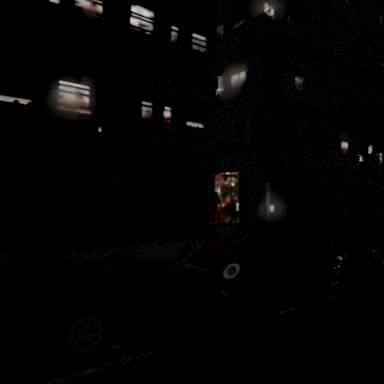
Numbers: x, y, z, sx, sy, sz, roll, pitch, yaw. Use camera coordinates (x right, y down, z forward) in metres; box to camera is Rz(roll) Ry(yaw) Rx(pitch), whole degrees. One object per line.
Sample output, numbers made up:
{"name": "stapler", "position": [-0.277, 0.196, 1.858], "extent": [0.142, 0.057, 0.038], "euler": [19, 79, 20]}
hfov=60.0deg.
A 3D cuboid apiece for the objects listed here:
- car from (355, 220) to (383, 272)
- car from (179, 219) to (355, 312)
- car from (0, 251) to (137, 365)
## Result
{"name": "car", "position": [6.304, 1.632, 11.044], "extent": [4.507, 1.381, 1.887], "euler": [1, 0, -35]}
{"name": "car", "position": [1.673, 1.483, 7.741], "extent": [4.097, 1.590, 1.967], "euler": [1, 0, -35]}
{"name": "car", "position": [-2.961, 1.545, 4.439], "extent": [4.507, 1.381, 1.887], "euler": [1, 0, -35]}
